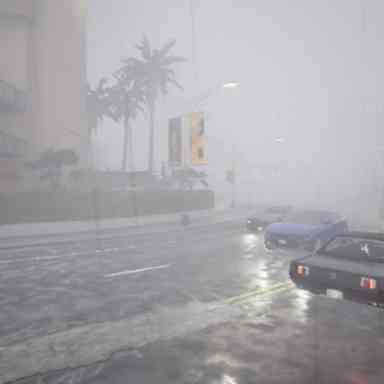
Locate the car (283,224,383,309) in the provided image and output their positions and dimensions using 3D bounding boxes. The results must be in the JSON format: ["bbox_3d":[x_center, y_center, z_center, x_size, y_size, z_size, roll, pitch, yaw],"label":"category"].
[{"bbox_3d":[4.273,1.570,7.566,4.718,1.301,1.895,0,0,-42],"label":"car"}]

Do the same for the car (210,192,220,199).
[{"bbox_3d":[6.295,0.962,91.546,2.185,1.767,4.553,0,0,-2],"label":"car"}]

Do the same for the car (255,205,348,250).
[{"bbox_3d":[4.697,1.423,13.281,1.882,1.535,5.008,1,1,40],"label":"car"}]

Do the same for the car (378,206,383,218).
[{"bbox_3d":[16.001,1.447,25.794,2.033,1.411,5.357,0,0,18],"label":"car"}]

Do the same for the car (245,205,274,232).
[{"bbox_3d":[4.985,1.467,19.253,2.033,1.411,5.357,0,0,34],"label":"car"}]

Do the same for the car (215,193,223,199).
[{"bbox_3d":[6.669,1.115,85.131,2.097,1.535,5.008,0,0,-2],"label":"car"}]
